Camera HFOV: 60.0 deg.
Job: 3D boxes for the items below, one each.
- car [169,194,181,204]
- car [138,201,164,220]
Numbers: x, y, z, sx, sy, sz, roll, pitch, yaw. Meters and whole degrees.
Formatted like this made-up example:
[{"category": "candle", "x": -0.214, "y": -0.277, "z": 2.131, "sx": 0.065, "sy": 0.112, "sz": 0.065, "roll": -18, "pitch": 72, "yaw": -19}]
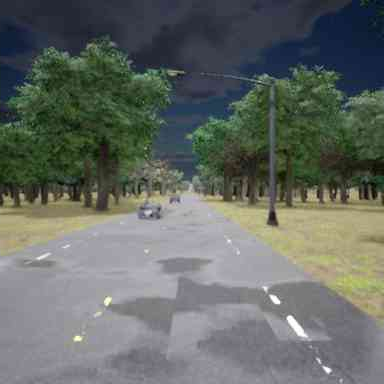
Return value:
[{"category": "car", "x": -3.532, "y": 1.392, "z": 69.883, "sx": 2.150, "sy": 2.045, "sz": 5.566, "roll": 0, "pitch": 0, "yaw": 0}, {"category": "car", "x": -3.610, "y": 1.589, "z": 29.609, "sx": 2.128, "sy": 1.511, "sz": 4.902, "roll": 0, "pitch": 0, "yaw": 0}]
